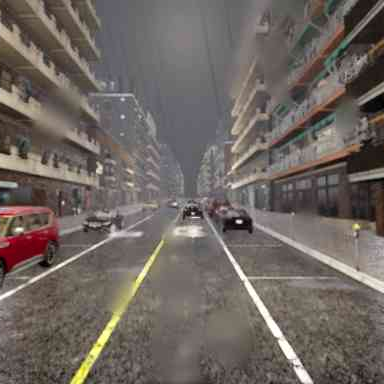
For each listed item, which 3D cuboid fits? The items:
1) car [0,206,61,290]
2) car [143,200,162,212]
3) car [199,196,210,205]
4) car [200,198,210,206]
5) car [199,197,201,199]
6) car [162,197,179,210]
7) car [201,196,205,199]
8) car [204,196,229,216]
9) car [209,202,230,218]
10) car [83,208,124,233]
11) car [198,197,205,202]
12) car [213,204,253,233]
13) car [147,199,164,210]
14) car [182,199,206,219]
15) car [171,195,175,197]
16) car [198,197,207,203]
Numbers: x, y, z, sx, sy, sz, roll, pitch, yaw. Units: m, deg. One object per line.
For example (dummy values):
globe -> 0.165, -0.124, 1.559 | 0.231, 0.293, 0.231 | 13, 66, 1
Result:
car -> -5.281, 1.364, 8.986 | 2.192, 1.841, 5.009 | 2, 0, 0
car -> -5.286, 1.767, 42.797 | 1.752, 1.417, 4.829 | 2, 0, 0
car -> 2.601, 1.747, 71.285 | 2.192, 1.841, 5.009 | 2, 0, 0
car -> 2.595, 1.919, 65.789 | 1.752, 1.417, 4.829 | 2, 0, 0
car -> 0.017, 1.725, 47.258 | 1.801, 1.575, 5.366 | 0, 0, 0
car -> -2.826, 1.820, 47.788 | 2.033, 1.411, 5.357 | 0, 0, 0
car -> 2.596, 1.682, 42.961 | 1.967, 1.590, 4.097 | 2, 0, 0
car -> 2.599, 1.488, 31.636 | 2.192, 1.841, 5.009 | 2, 0, 0
car -> 2.590, 1.723, 25.969 | 1.802, 1.307, 4.206 | 2, 0, 0
car -> -5.288, 1.661, 20.313 | 2.008, 1.369, 4.403 | 2, 0, 0
car -> 2.596, 2.125, 94.111 | 1.752, 1.417, 4.829 | 2, 0, 0
car -> 2.590, 1.675, 20.307 | 1.947, 1.339, 4.313 | 2, 0, 0
car -> -5.286, 1.824, 48.632 | 1.887, 1.381, 4.507 | 2, 0, 0
car -> 0.094, 1.693, 30.695 | 1.812, 1.442, 4.674 | 0, 0, 0
car -> -5.281, 1.873, 71.291 | 1.967, 1.590, 4.097 | 2, 0, 0
car -> 2.595, 2.062, 82.611 | 2.008, 1.369, 4.403 | 2, 0, 0
